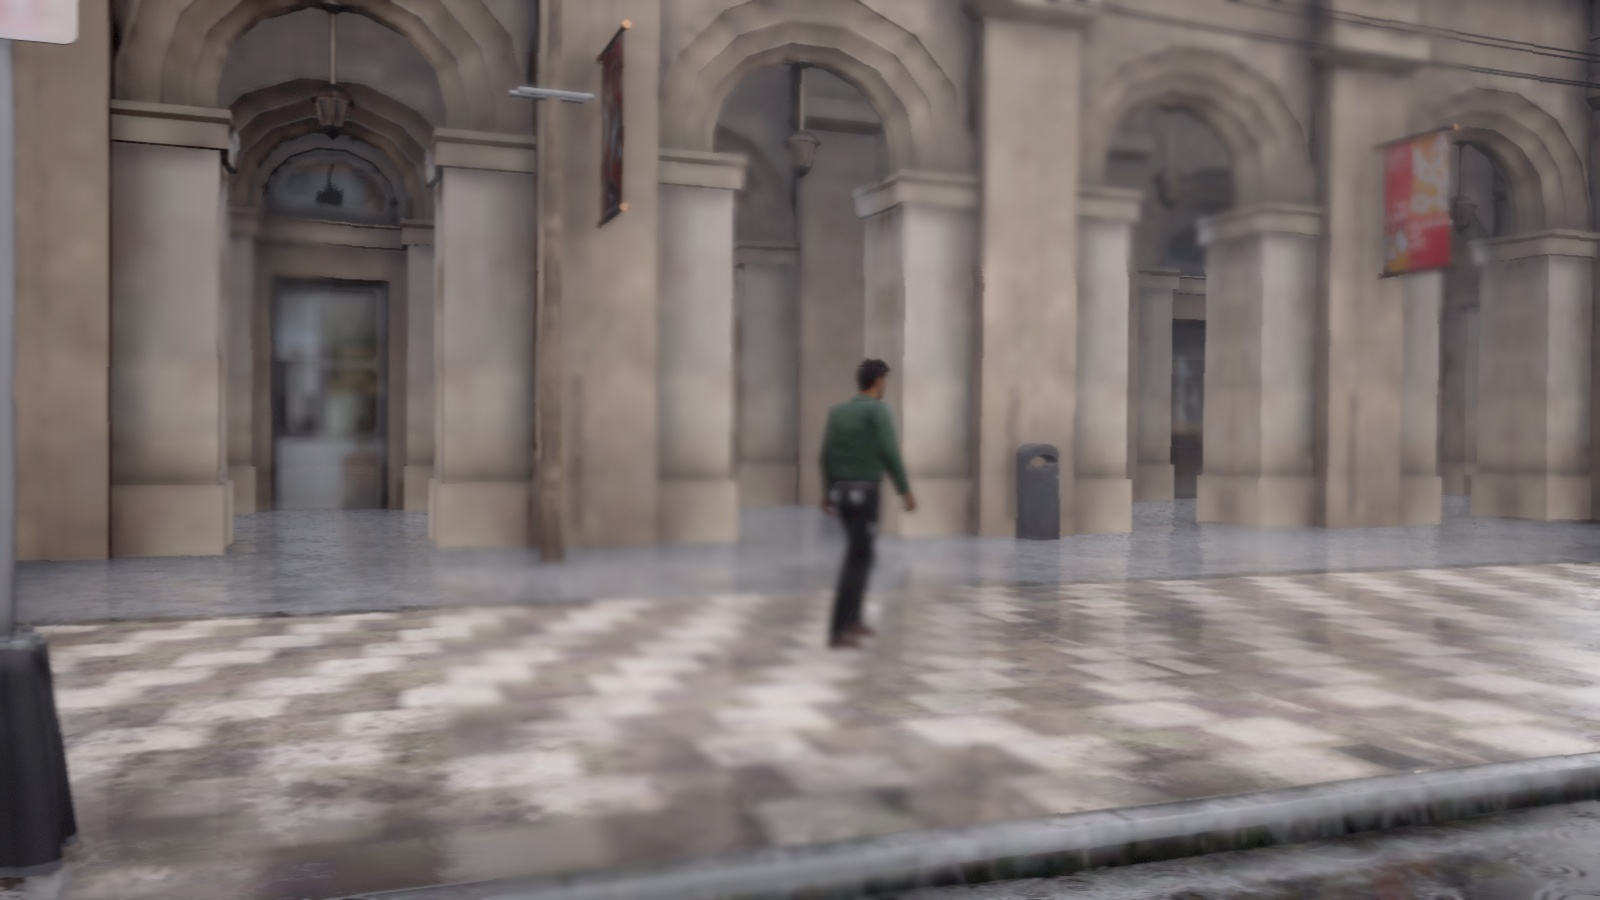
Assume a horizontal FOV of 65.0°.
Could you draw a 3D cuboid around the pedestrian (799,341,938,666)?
[{"bbox_3d":[0.442,0.314,7.943,0.788,1.949,0.423,-2,1,-42],"label":"pedestrian"}]
